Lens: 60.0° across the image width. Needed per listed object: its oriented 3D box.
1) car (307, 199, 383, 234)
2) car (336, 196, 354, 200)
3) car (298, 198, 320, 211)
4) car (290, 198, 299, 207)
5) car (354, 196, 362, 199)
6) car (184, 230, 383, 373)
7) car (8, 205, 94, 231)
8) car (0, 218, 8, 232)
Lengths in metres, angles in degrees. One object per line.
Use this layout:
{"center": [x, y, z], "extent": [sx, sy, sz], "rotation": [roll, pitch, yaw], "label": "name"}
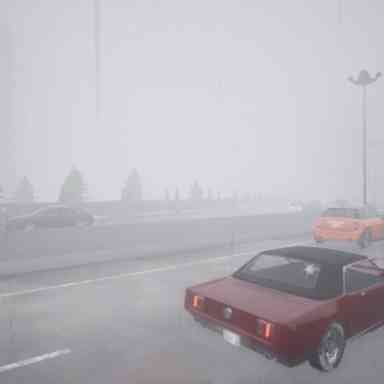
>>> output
{"center": [7.399, 1.383, 15.005], "extent": [4.553, 1.767, 2.097], "rotation": [0, 0, -44], "label": "car"}
{"center": [18.075, 1.589, 40.261], "extent": [1.837, 1.490, 4.892], "rotation": [0, 0, 31], "label": "car"}
{"center": [15.700, 1.645, 43.080], "extent": [2.033, 1.411, 5.357], "rotation": [0, 0, 30], "label": "car"}
{"center": [16.660, 1.686, 51.974], "extent": [1.994, 1.385, 4.181], "rotation": [0, 0, 29], "label": "car"}
{"center": [37.330, 1.611, 75.089], "extent": [1.837, 1.490, 4.892], "rotation": [0, 0, 29], "label": "car"}
{"center": [2.261, 1.615, 5.704], "extent": [4.718, 1.301, 1.895], "rotation": [0, 0, -38], "label": "car"}
{"center": [-8.345, 1.584, 19.876], "extent": [4.892, 1.490, 1.837], "rotation": [0, 0, -40], "label": "car"}
{"center": [-10.662, 1.543, 13.714], "extent": [5.008, 1.535, 1.882], "rotation": [0, 0, -36], "label": "car"}
